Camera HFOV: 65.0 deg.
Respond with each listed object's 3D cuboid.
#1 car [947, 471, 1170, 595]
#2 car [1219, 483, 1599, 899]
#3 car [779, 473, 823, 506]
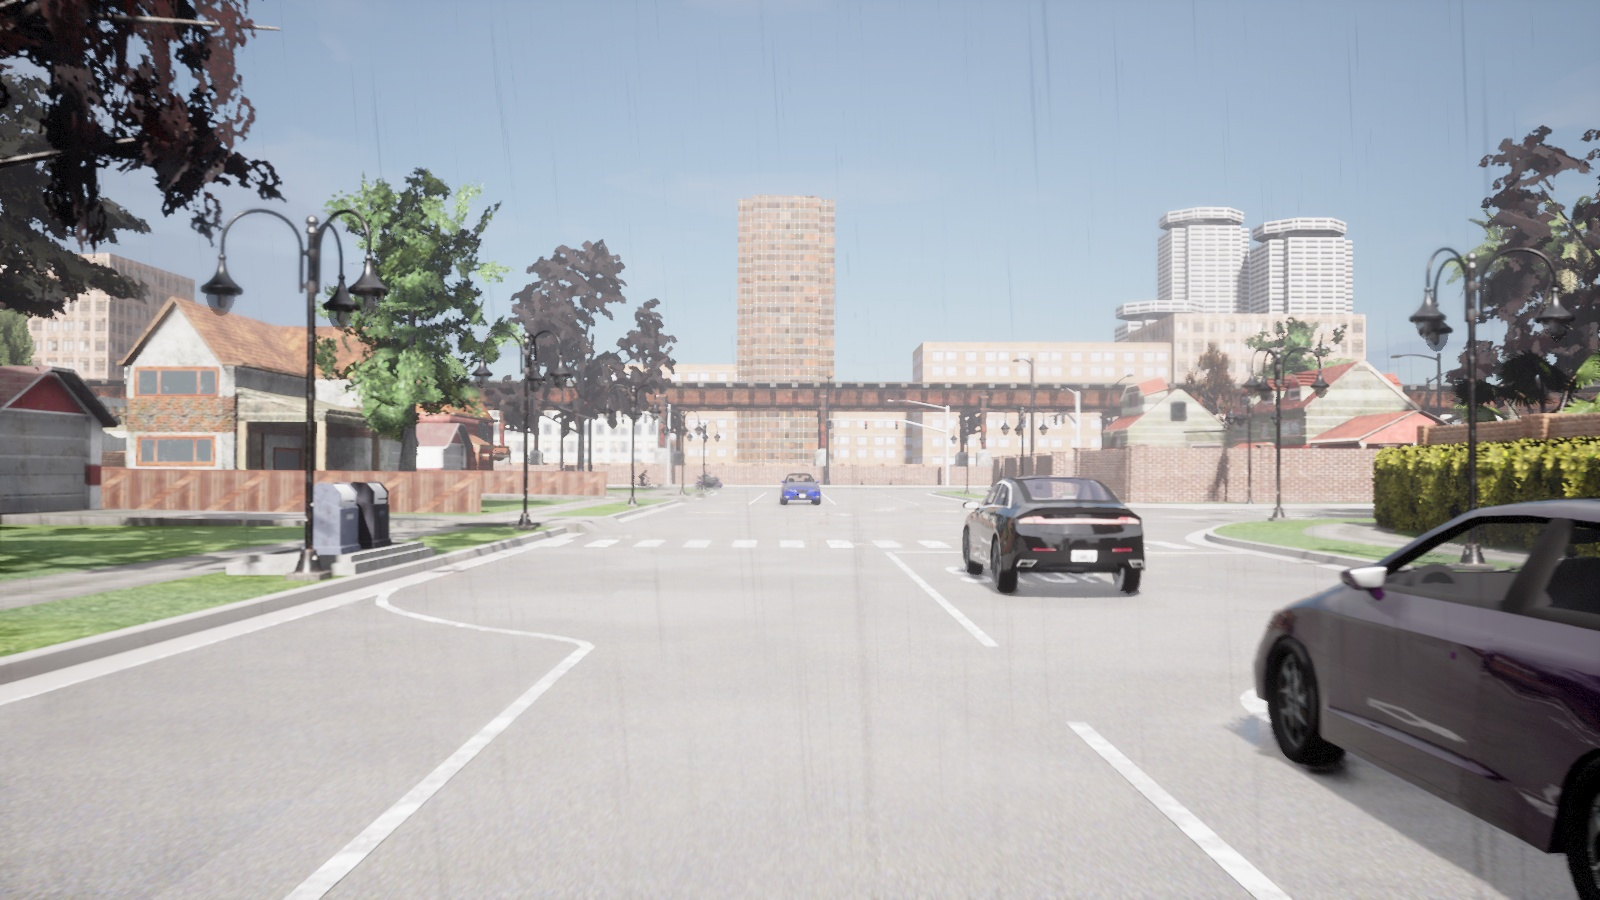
[{"bbox_3d":[3.456,1.056,17.843,2.128,1.511,4.902,0,-1,0],"label":"car"},{"bbox_3d":[3.486,0.908,5.592,1.816,1.474,4.193,0,-1,0],"label":"car"},{"bbox_3d":[0.010,1.806,58.392,1.816,1.474,4.193,0,-1,-4],"label":"car"}]
